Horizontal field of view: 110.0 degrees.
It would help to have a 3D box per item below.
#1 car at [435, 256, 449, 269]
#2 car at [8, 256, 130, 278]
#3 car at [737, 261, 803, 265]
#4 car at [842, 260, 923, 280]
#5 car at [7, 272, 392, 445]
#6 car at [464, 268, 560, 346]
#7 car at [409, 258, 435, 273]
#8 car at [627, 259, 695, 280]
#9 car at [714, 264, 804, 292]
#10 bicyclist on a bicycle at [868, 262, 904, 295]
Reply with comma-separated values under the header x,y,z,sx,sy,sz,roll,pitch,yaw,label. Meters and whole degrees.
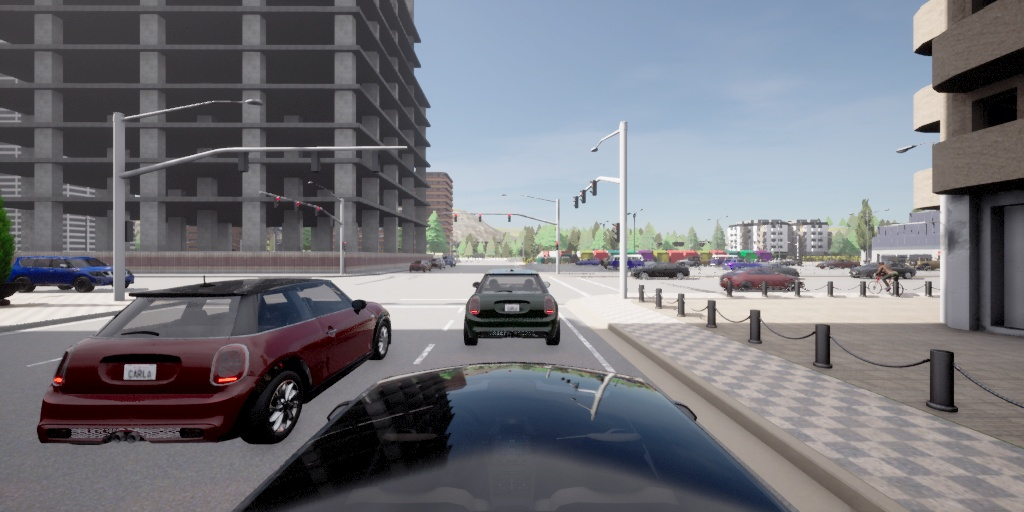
x,y,z,sx,sy,sz,roll,pitch,yaw,label
-11.467,1.102,54.509,2.097,1.767,4.553,0,0,-1,car
-25.516,1.027,20.839,5.566,2.045,2.150,0,0,0,car
22.953,1.369,31.887,4.181,1.385,1.994,0,0,0,car
32.921,1.310,31.955,4.892,1.490,1.837,0,0,0,car
-3.483,1.102,5.471,2.097,1.767,4.553,0,0,0,car
-0.020,1.102,9.605,2.097,1.767,4.553,0,0,-1,car
-11.366,1.228,44.752,1.882,1.535,5.008,0,0,0,car
13.039,1.283,31.820,5.008,1.535,1.882,0,0,0,car
14.595,1.369,21.131,4.181,1.385,1.994,0,0,0,car
18.070,1.106,17.374,0.582,1.620,1.656,0,0,0,bicyclist on a bicycle
